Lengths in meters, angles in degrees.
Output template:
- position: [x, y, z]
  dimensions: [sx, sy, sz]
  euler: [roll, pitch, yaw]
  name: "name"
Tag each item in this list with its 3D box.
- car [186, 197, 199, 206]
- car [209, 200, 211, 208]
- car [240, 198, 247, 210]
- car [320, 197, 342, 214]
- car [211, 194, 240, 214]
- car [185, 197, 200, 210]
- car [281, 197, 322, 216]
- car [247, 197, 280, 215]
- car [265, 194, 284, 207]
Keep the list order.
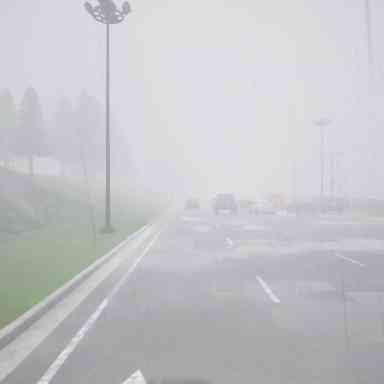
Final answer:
- position: [0.017, 1.547, 54.994]
  dimensions: [2.033, 1.411, 5.357]
  euler: [0, 0, -3]
  name: "car"
- position: [3.481, 1.526, 46.042]
  dimensions: [1.812, 1.442, 4.674]
  euler: [0, 0, 0]
  name: "car"
- position: [7.019, 1.478, 43.970]
  dimensions: [1.882, 1.535, 5.008]
  euler: [0, 0, 0]
  name: "car"
- position: [14.050, 1.351, 35.292]
  dimensions: [2.097, 1.767, 4.553]
  euler: [0, 0, 0]
  name: "car"
- position: [3.496, 1.222, 35.642]
  dimensions: [2.150, 2.045, 5.566]
  euler: [0, 0, 1]
  name: "car"
- position: [0.041, 1.548, 42.757]
  dimensions: [2.033, 1.411, 5.357]
  euler: [0, 0, 0]
  name: "car"
- position: [10.547, 1.505, 32.382]
  dimensions: [1.837, 1.490, 4.892]
  euler: [0, 0, 0]
  name: "car"
- position: [7.040, 1.526, 33.291]
  dimensions: [1.812, 1.442, 4.674]
  euler: [0, 0, 0]
  name: "car"
- position: [10.517, 1.221, 43.122]
  dimensions: [2.150, 2.045, 5.566]
  euler: [0, 0, 0]
  name: "car"
